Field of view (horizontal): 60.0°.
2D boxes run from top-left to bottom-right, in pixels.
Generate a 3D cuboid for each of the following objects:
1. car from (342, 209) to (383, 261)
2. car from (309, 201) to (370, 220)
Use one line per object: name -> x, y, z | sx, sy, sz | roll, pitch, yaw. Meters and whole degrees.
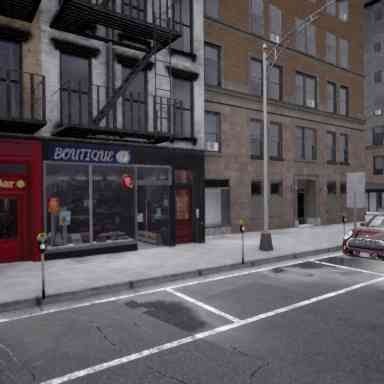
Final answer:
car -> 7.023, 1.442, 11.576 | 4.097, 1.590, 1.967 | 0, -1, -36
car -> 13.905, 1.664, 31.685 | 1.882, 1.535, 5.008 | -1, 0, -37
